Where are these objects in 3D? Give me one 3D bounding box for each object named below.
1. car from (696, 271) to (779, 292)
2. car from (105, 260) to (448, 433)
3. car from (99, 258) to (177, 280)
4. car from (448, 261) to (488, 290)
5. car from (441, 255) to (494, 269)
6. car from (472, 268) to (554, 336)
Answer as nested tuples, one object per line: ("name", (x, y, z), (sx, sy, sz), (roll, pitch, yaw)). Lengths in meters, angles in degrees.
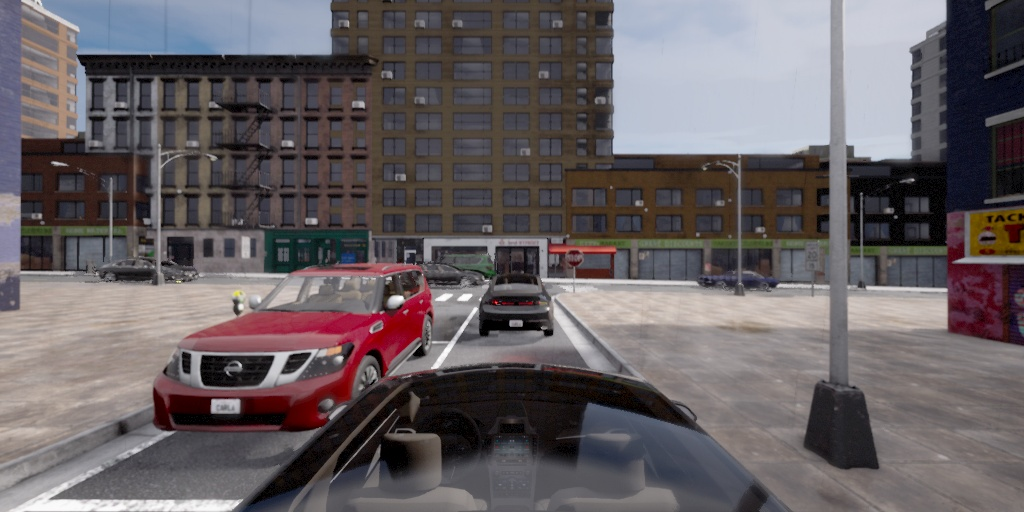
("car", (15.403, 1.700, 24.686), (4.718, 1.301, 1.895), (1, 0, 0))
("car", (-2.632, 1.063, 5.811), (2.192, 1.841, 5.009), (0, 0, 0))
("car", (-21.831, 0.909, 21.631), (4.892, 1.490, 1.837), (0, 0, 0))
("car", (-4.146, 1.194, 21.681), (4.892, 1.490, 1.837), (1, 0, 0))
("car", (-3.952, 0.924, 24.634), (5.566, 2.045, 2.150), (1, 0, 0))
("car", (0.140, 1.251, 10.377), (1.837, 1.490, 4.892), (0, 0, 1))
